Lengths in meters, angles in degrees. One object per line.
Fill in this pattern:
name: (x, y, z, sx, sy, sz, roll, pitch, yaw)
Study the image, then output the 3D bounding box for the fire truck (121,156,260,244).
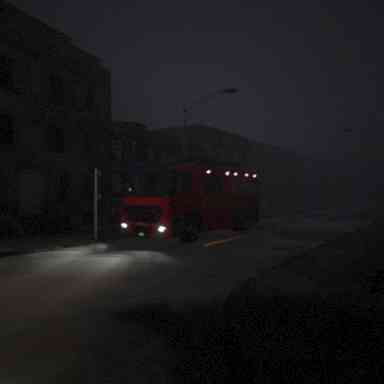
fire truck: (0.426, 0.301, 17.101, 2.891, 3.827, 8.468, 0, 0, 37)
